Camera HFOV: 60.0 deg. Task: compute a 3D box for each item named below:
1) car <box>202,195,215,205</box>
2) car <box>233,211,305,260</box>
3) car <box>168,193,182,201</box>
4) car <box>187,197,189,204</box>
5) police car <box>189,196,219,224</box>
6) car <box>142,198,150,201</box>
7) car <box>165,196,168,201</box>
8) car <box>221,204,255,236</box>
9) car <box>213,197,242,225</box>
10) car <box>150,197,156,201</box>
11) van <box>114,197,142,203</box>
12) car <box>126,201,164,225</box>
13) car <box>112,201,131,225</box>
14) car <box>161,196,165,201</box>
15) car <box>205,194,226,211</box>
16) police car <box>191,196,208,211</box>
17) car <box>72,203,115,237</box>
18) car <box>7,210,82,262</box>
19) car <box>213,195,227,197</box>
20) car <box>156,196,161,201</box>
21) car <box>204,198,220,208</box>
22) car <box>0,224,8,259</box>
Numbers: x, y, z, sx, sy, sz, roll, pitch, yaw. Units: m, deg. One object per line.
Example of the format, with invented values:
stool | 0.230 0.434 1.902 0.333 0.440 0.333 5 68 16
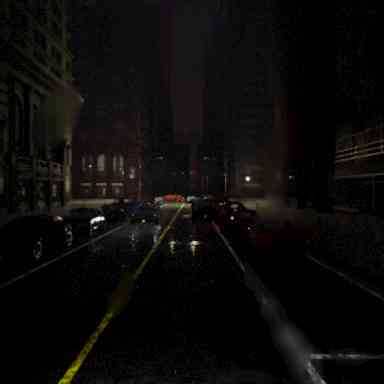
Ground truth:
car | 2.767 1.345 57.110 1.967 1.590 4.097 0 0 0
car | 2.762 1.556 12.021 1.802 1.307 4.206 0 0 0
car | -4.432 1.062 76.097 4.553 1.767 2.097 0 0 38
car | 0.009 1.504 58.953 1.895 1.301 4.718 0 0 0
police car | 0.904 1.375 24.658 1.930 1.638 5.238 0 0 0
car | -5.760 1.459 34.393 1.752 1.417 4.829 0 0 0
car | -5.757 1.456 57.110 2.008 1.369 4.403 0 0 0
car | 2.763 1.544 17.658 1.802 1.307 4.206 0 0 0
car | 2.763 1.392 23.294 1.967 1.590 4.097 0 0 0
car | -5.759 1.507 40.200 1.802 1.307 4.206 0 0 0
van | -5.762 1.283 28.927 1.690 1.788 3.998 0 0 0
car | -3.096 1.552 23.467 1.895 1.301 4.718 0 0 0
car | -5.762 1.534 23.291 1.802 1.307 4.206 0 0 0
car | -5.758 1.477 51.473 1.947 1.339 4.313 0 0 0
car | 2.764 1.240 40.201 2.192 1.841 5.009 0 0 0
police car | 0.874 1.350 40.658 1.930 1.638 5.238 0 0 0
car | -5.762 1.513 17.653 2.008 1.369 4.403 0 0 0
car | -5.763 1.539 12.017 1.947 1.339 4.313 0 0 0
car | 2.764 1.248 34.565 2.192 1.841 5.009 0 0 0
car | -5.759 1.484 45.837 1.947 1.339 4.313 0 0 0
car | 2.766 1.484 45.838 1.947 1.339 4.313 0 0 0
car | -5.764 1.551 6.381 1.947 1.339 4.313 0 0 0
